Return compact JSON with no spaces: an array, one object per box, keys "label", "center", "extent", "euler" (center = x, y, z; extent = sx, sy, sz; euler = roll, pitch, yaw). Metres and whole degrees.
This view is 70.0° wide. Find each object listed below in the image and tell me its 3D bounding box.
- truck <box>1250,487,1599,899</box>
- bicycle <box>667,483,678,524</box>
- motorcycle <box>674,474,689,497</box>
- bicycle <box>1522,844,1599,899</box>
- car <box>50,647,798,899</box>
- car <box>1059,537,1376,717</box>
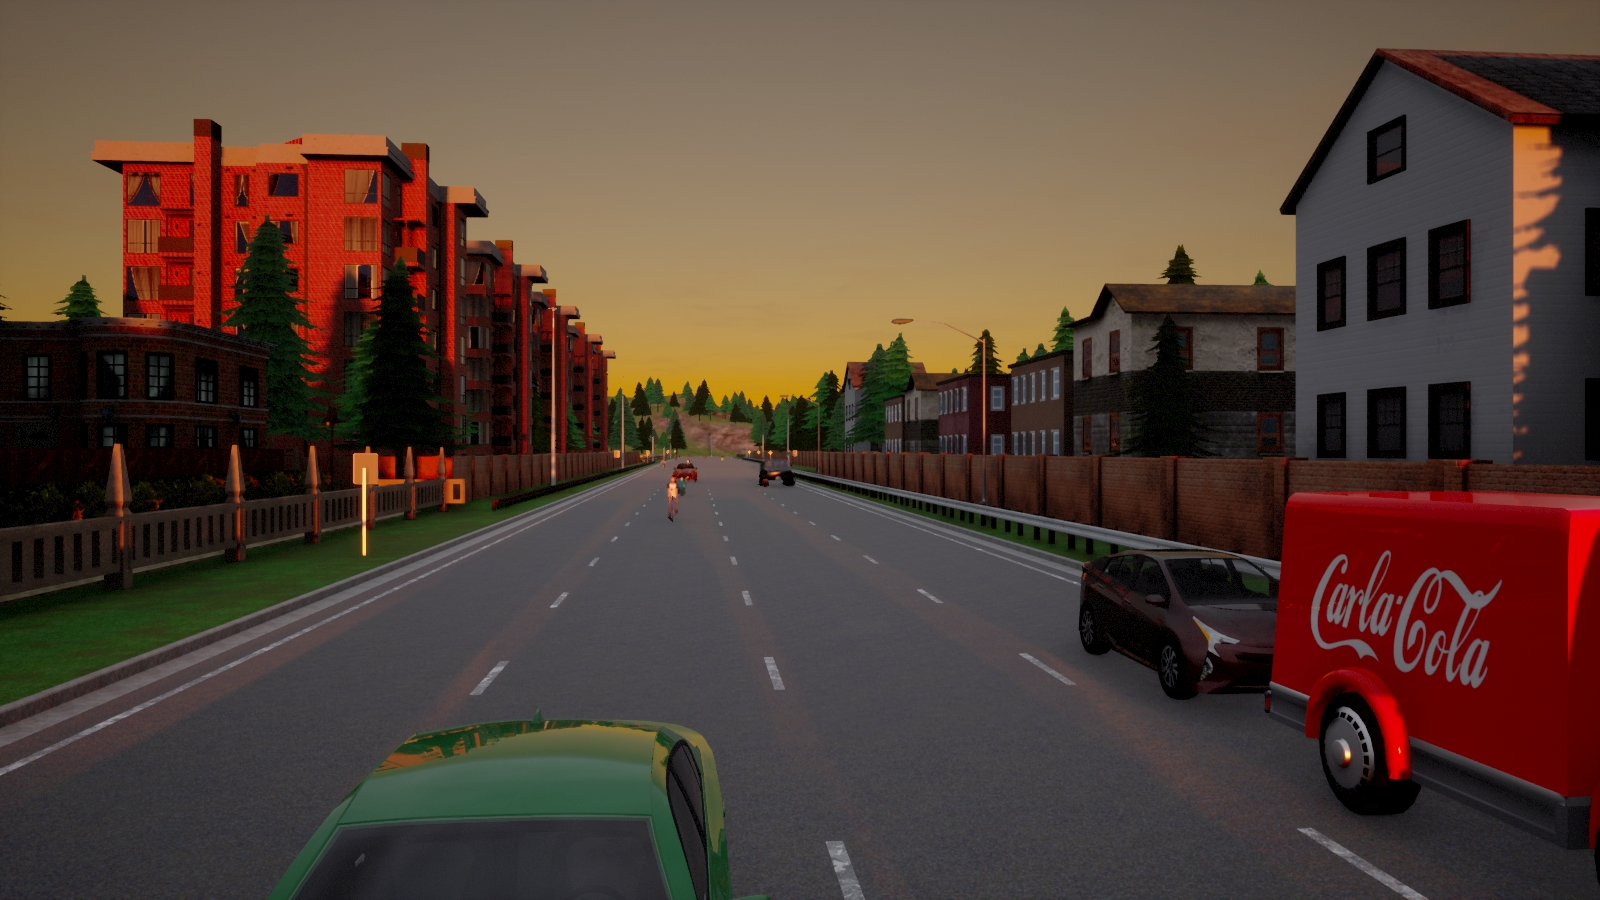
[{"label":"truck","center":[5.566,1.568,7.740],"extent":[2.627,2.467,5.204],"euler":[0,0,-5]},{"label":"bicycle","center":[-4.902,2.056,44.011],"extent":[0.373,1.496,1.643],"euler":[0,0,-5]},{"label":"motorcycle","center":[-7.114,2.142,68.695],"extent":[0.856,1.316,1.805],"euler":[0,0,-5]},{"label":"bicycle","center":[2.623,2.056,2.959],"extent":[0.373,1.496,1.643],"euler":[0,0,-4]},{"label":"car","center":[-1.202,2.034,4.748],"extent":[2.097,1.535,5.006],"euler":[0,0,-5]},{"label":"car","center":[4.945,2.040,14.354],"extent":[2.007,1.525,4.514],"euler":[0,0,-5]}]
